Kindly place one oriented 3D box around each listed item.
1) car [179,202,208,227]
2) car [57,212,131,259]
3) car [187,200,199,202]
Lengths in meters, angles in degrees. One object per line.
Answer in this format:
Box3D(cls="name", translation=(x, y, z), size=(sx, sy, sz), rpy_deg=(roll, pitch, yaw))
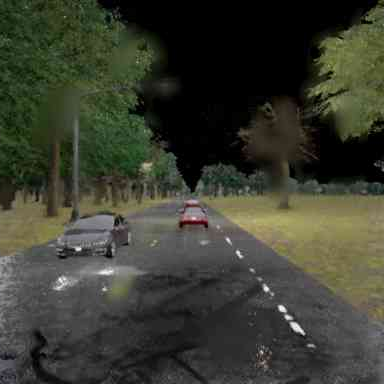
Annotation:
Box3D(cls="car", translation=(0.115, 1.687, 23.681), size=(1.994, 1.385, 4.181), rpy_deg=(0, 0, 0))
Box3D(cls="car", translation=(-3.591, 1.573, 12.951), size=(1.837, 1.490, 4.892), rpy_deg=(0, 0, 0))
Box3D(cls="car", translation=(0.116, 1.685, 41.509), size=(1.882, 1.535, 5.008), rpy_deg=(0, 0, 0))
